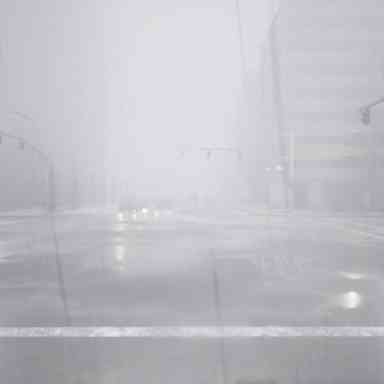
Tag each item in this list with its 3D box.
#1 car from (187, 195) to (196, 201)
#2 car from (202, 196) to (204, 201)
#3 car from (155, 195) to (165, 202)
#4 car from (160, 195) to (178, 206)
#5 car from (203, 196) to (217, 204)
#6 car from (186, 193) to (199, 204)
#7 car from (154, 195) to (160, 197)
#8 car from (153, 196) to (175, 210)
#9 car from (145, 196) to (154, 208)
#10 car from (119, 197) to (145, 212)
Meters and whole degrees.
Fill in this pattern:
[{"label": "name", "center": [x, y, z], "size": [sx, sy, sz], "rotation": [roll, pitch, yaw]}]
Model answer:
[{"label": "car", "center": [-0.084, 1.512, 80.774], "size": [2.033, 1.411, 5.357], "rotation": [0, 0, 0]}, {"label": "car", "center": [3.416, 1.567, 80.579], "size": [1.895, 1.301, 4.718], "rotation": [0, 0, 0]}, {"label": "car", "center": [-7.076, 1.382, 73.314], "size": [1.812, 1.442, 4.674], "rotation": [0, 0, 0]}, {"label": "car", "center": [-3.627, 1.459, 52.772], "size": [1.882, 1.535, 5.008], "rotation": [0, 0, 0]}, {"label": "car", "center": [3.535, 1.579, 60.982], "size": [1.895, 1.301, 4.718], "rotation": [0, 0, 0]}, {"label": "car", "center": [0.036, 1.199, 61.510], "size": [2.150, 2.045, 5.566], "rotation": [0, 0, 0]}, {"label": "car", "center": [-7.137, 1.457, 58.767], "size": [1.882, 1.535, 5.008], "rotation": [0, 0, 0]}, {"label": "car", "center": [-3.623, 1.586, 43.524], "size": [1.895, 1.301, 4.718], "rotation": [0, 0, 0]}, {"label": "car", "center": [-7.138, 1.584, 47.843], "size": [1.895, 1.301, 4.718], "rotation": [0, 0, 0]}, {"label": "car", "center": [-7.130, 1.338, 38.851], "size": [2.097, 1.767, 4.553], "rotation": [0, 0, 0]}]
